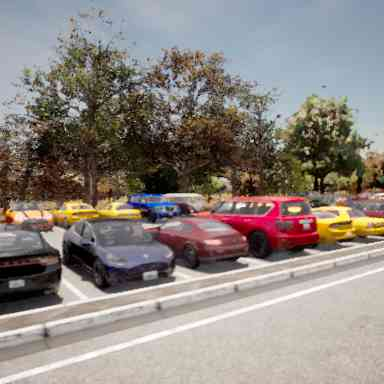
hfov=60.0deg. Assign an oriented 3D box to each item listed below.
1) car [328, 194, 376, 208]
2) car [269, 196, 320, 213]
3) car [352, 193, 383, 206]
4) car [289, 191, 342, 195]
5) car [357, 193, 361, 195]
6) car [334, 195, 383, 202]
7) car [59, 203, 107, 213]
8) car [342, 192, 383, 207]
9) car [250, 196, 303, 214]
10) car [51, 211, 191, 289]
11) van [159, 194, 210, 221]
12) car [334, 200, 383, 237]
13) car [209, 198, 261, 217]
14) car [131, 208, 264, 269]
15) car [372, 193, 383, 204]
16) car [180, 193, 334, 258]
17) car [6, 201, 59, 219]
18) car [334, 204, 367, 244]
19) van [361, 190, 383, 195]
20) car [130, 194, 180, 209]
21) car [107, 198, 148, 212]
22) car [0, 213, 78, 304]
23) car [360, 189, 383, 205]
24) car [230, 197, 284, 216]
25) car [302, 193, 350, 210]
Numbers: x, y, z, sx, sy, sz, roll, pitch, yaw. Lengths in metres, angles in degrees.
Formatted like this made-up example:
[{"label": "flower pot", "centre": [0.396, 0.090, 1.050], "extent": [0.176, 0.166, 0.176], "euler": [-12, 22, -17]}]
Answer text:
[{"label": "car", "centre": [19.749, 1.054, 41.211], "extent": [2.097, 1.535, 5.008], "euler": [-1, 1, -35]}, {"label": "car", "centre": [10.607, 1.233, 34.845], "extent": [2.163, 1.488, 4.792], "euler": [-1, 1, -35]}, {"label": "car", "centre": [24.304, 0.976, 44.415], "extent": [2.097, 1.535, 5.008], "euler": [-1, 1, -35]}, {"label": "car", "centre": [12.919, 0.916, 36.397], "extent": [2.435, 2.045, 5.566], "euler": [-1, 1, -35]}, {"label": "car", "centre": [17.465, 1.131, 39.620], "extent": [2.002, 1.452, 4.674], "euler": [-1, 1, -35]}, {"label": "car", "centre": [8.951, 1.224, 17.641], "extent": [2.185, 1.767, 4.553], "euler": [-1, 1, -35]}, {"label": "car", "centre": [-7.718, 1.487, 21.963], "extent": [2.097, 1.535, 5.008], "euler": [-1, 0, -35]}, {"label": "car", "centre": [22.043, 0.889, 42.786], "extent": [2.185, 1.767, 4.553], "euler": [-1, 1, -35]}, {"label": "car", "centre": [8.340, 1.240, 33.231], "extent": [2.231, 1.521, 4.892], "euler": [-1, 1, -35]}, {"label": "car", "centre": [-2.344, 1.548, 9.729], "extent": [2.163, 1.488, 4.792], "euler": [-1, 0, -35]}, {"label": "van", "centre": [-0.714, 1.155, 26.736], "extent": [1.878, 1.987, 4.442], "euler": [-1, 1, -35]}, {"label": "car", "centre": [6.651, 1.380, 16.294], "extent": [1.946, 1.575, 5.366], "euler": [-1, 1, -35]}, {"label": "car", "centre": [3.781, 1.351, 30.031], "extent": [2.002, 1.452, 4.674], "euler": [-1, 1, -35]}, {"label": "car", "centre": [-0.078, 1.528, 11.349], "extent": [2.002, 1.452, 4.674], "euler": [-1, 1, -35]}, {"label": "car", "centre": [28.865, 0.898, 47.613], "extent": [2.231, 1.521, 4.892], "euler": [-1, 1, -35]}, {"label": "car", "centre": [2.181, 1.202, 12.969], "extent": [2.435, 2.045, 5.566], "euler": [-1, 1, -35]}, {"label": "car", "centre": [-10.021, 1.391, 20.394], "extent": [2.185, 1.767, 4.553], "euler": [0, 0, -35]}, {"label": "car", "centre": [4.482, 1.418, 14.541], "extent": [2.097, 1.535, 5.008], "euler": [-1, 1, -35]}, {"label": "van", "centre": [13.526, 1.052, 21.027], "extent": [1.878, 1.987, 4.442], "euler": [-1, 1, -35]}, {"label": "car", "centre": [-3.045, 1.165, 25.210], "extent": [2.435, 2.045, 5.566], "euler": [-1, 1, -35]}, {"label": "car", "centre": [-5.446, 1.448, 23.788], "extent": [1.946, 1.575, 5.366], "euler": [-1, 1, -35]}, {"label": "car", "centre": [-4.640, 1.540, 8.149], "extent": [2.097, 1.535, 5.008], "euler": [0, 0, -35]}, {"label": "car", "centre": [26.602, 0.685, 45.985], "extent": [2.435, 2.045, 5.566], "euler": [-1, 1, -35]}, {"label": "car", "centre": [6.060, 1.275, 31.631], "extent": [2.097, 1.535, 5.008], "euler": [-1, 1, -35]}, {"label": "car", "centre": [15.202, 1.004, 37.993], "extent": [2.185, 1.767, 4.553], "euler": [-1, 1, -35]}]
